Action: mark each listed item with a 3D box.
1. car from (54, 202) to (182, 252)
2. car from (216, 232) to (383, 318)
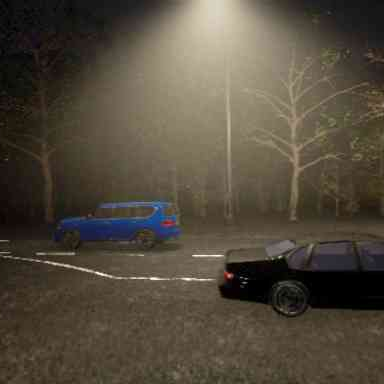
[{"bbox_3d":[-3.252,1.497,14.866,5.566,2.045,2.150,-1,0,10],"label":"car"},{"bbox_3d":[3.194,1.541,6.585,5.357,1.411,2.033,-2,-1,10],"label":"car"}]
